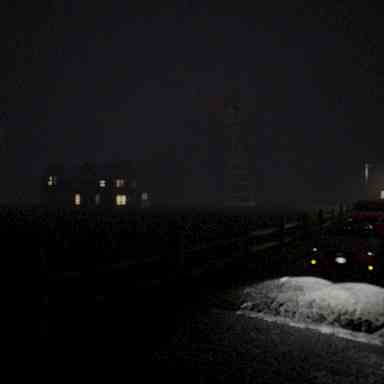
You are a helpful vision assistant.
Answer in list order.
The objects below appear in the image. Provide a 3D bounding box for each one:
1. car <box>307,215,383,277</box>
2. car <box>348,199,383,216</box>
[{"bbox_3d":[5.103,1.675,10.697,1.994,1.385,4.181,-1,-1,33],"label":"car"},{"bbox_3d":[10.152,1.403,18.580,2.150,2.045,5.566,-1,-1,33],"label":"car"}]
